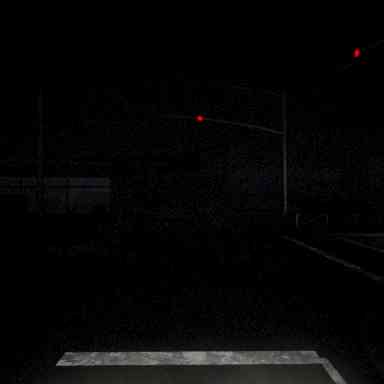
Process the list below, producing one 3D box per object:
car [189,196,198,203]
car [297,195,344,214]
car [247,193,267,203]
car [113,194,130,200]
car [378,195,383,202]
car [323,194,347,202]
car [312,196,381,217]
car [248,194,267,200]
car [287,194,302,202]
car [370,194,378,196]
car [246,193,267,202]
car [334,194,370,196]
[{"bbox_3d":[0.232,1.547,69.759,2.033,1.411,5.357,0,0,0],"label":"car"},{"bbox_3d":[12.999,1.330,31.481,5.027,1.636,2.152,0,0,0],"label":"car"},{"bbox_3d":[12.812,1.361,65.738,3.806,1.475,1.970,0,0,0],"label":"car"},{"bbox_3d":[-19.455,1.333,91.650,4.674,1.442,1.812,0,0,0],"label":"car"},{"bbox_3d":[38.686,1.154,62.739,5.027,1.636,2.152,0,0,0],"label":"car"},{"bbox_3d":[31.274,1.298,72.790,4.514,1.523,2.007,0,0,0],"label":"car"},{"bbox_3d":[13.063,1.340,28.344,4.514,1.523,2.007,0,0,0],"label":"car"},{"bbox_3d":[18.080,1.334,91.697,4.902,1.511,2.128,0,0,0],"label":"car"},{"bbox_3d":[21.291,1.097,65.809,4.605,1.855,1.932,0,0,0],"label":"car"},{"bbox_3d":[38.338,1.232,69.156,3.806,1.475,1.970,0,0,0],"label":"car"},{"bbox_3d":[13.410,1.077,69.065,3.866,1.878,1.905,0,0,0],"label":"car"},{"bbox_3d":[20.626,1.320,43.357,3.633,1.501,1.845,0,0,0],"label":"car"}]
